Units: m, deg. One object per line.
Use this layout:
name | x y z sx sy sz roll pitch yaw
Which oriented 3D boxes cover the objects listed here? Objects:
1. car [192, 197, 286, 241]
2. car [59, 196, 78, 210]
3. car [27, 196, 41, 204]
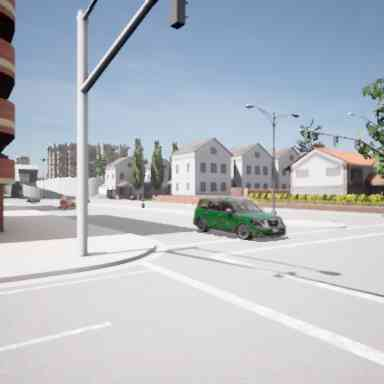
car | 2.221 1.346 17.336 2.150 2.045 5.566 0 1 -35
car | -15.817 1.310 43.462 2.097 1.767 4.553 0 0 -35
car | -31.493 1.561 66.173 1.994 1.385 4.181 0 0 -35
